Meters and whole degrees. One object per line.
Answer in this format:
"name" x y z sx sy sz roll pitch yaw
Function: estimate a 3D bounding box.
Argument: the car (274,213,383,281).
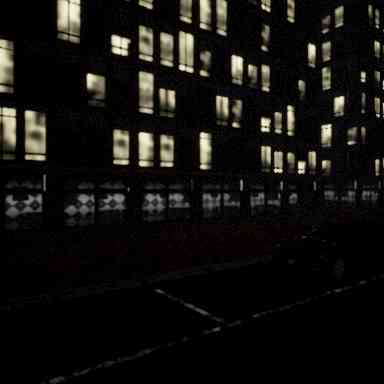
"car" 4.291 1.480 9.628 4.507 1.381 1.887 -1 1 -36
